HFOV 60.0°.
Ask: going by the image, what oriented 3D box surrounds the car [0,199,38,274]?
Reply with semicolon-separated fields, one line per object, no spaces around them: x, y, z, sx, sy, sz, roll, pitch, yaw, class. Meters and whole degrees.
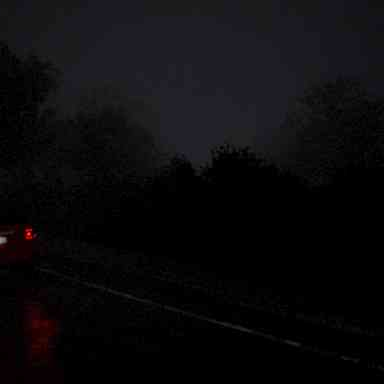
-6.475;1.222;9.488;5.566;2.045;2.150;0;0;41;car
